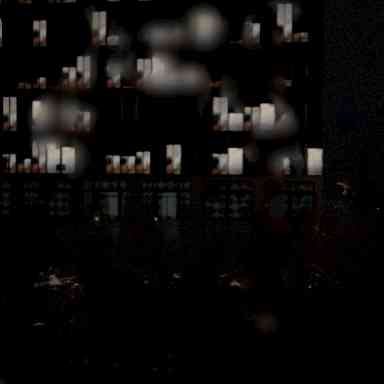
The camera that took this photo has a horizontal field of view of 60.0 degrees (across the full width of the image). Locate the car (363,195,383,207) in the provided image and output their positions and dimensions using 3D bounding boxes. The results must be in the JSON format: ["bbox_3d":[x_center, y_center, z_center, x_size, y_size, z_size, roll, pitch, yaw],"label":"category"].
[{"bbox_3d":[25.324,1.177,45.839,1.812,1.442,4.674,1,0,2],"label":"car"}]
